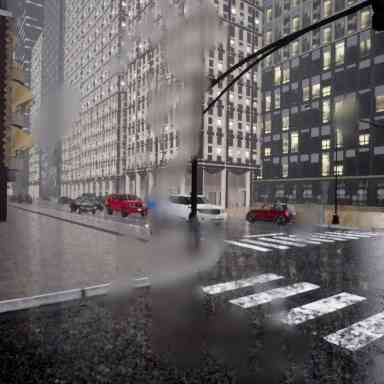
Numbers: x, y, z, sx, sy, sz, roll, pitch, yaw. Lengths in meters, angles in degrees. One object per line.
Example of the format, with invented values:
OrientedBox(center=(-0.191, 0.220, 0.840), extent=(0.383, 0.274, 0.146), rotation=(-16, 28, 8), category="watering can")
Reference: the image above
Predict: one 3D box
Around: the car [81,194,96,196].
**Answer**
OrientedBox(center=(-17.097, 1.445, 51.680), extent=(1.882, 1.535, 5.008), rotation=(1, -1, -35), category="car")

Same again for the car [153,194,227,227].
OrientedBox(center=(-0.089, 1.170, 22.257), extent=(2.150, 2.045, 5.566), rotation=(1, -1, -35), category="car")

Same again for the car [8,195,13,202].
OrientedBox(center=(-37.056, 1.396, 69.751), extent=(1.947, 1.339, 4.313), rotation=(1, -1, -35), category="car")

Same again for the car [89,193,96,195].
OrientedBox(center=(-14.427, 1.380, 53.129), extent=(2.097, 1.767, 4.553), rotation=(1, -1, -35), category="car")

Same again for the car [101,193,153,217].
OrientedBox(center=(-6.068, 1.155, 30.661), extent=(2.150, 2.045, 5.566), rotation=(1, -1, -35), category="car")

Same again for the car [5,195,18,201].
OrientedBox(center=(-40.329, 1.377, 74.354), extent=(2.008, 1.369, 4.403), rotation=(1, -1, -35), category="car")

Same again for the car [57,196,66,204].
OrientedBox(center=(-22.511, 1.484, 59.284), extent=(1.812, 1.442, 4.674), rotation=(1, -1, -35), category="car")

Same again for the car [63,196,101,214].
OrientedBox(center=(-10.863, 1.427, 32.928), extent=(2.008, 1.369, 4.403), rotation=(1, -1, -35), category="car")

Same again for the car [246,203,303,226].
OrientedBox(center=(5.789, 1.505, 23.977), extent=(1.967, 1.590, 4.097), rotation=(1, -1, -35), category="car")

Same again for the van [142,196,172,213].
OrientedBox(center=(-4.032, 1.382, 37.787), extent=(1.690, 1.788, 3.998), rotation=(1, -1, -35), category="van")

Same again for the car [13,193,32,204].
OrientedBox(center=(-30.504, 1.154, 60.548), extent=(2.192, 1.841, 5.009), rotation=(1, -1, -35), category="car")

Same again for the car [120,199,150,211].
OrientedBox(center=(-7.309, 1.584, 42.388), extent=(2.008, 1.369, 4.403), rotation=(1, -1, -35), category="car")

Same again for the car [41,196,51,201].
OrientedBox(center=(-36.777, 1.570, 83.813), extent=(1.802, 1.307, 4.206), rotation=(1, -1, -35), category="car")
